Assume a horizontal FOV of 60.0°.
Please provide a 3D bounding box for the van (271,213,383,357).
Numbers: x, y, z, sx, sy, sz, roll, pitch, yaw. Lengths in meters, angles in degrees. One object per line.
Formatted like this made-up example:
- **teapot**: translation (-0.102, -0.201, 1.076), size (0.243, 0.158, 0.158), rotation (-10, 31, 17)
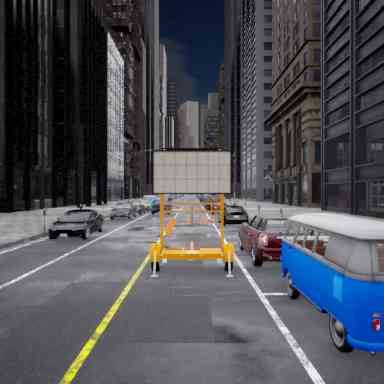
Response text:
- **van**: translation (2.765, 1.341, 5.871), size (1.690, 1.788, 3.998), rotation (0, 0, 0)

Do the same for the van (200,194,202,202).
- **van**: translation (2.780, 1.374, 61.962), size (1.690, 1.788, 3.998), rotation (0, 0, 0)

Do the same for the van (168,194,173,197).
- **van**: translation (-5.743, 1.383, 73.172), size (1.690, 1.788, 3.998), rotation (0, 0, 0)

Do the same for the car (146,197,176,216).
- **car**: translation (-2.991, 1.558, 33.607), size (2.033, 1.411, 5.357), rotation (0, 0, 0)

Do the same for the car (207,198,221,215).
- **car**: translation (2.772, 1.593, 33.916), size (1.802, 1.307, 4.206), rotation (0, 0, 0)

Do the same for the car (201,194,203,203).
- **car**: translation (2.775, 1.334, 45.134), size (2.192, 1.841, 5.009), rotation (0, 0, 0)

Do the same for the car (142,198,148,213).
- **car**: translation (-5.753, 1.593, 33.905), size (1.802, 1.307, 4.206), rotation (0, 0, 0)

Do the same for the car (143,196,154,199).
- **car**: translation (-5.752, 1.540, 39.345), size (1.752, 1.417, 4.829), rotation (0, 0, 0)

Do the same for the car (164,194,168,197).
- **car**: translation (-5.747, 1.343, 56.343), size (2.192, 1.841, 5.009), rotation (0, 0, 0)

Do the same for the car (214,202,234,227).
- **car**: translation (2.769, 1.570, 22.697), size (1.947, 1.339, 4.313), rotation (0, 0, 0)

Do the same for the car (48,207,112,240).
- **car**: translation (-5.757, 1.568, 17.077), size (1.947, 1.339, 4.313), rotation (0, 0, 0)

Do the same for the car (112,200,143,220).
- **car**: translation (-5.754, 1.558, 28.296), size (2.008, 1.369, 4.403), rotation (0, 0, 0)

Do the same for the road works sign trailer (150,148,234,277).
- **road works sign trailer**: translation (0.003, 0.465, 10.205), size (2.380, 3.560, 2.880), rotation (0, 0, 0)

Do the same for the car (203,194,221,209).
- **car**: translation (2.774, 1.330, 39.525), size (2.192, 1.841, 5.009), rotation (0, 0, 0)

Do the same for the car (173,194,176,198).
- **car**: translation (-5.741, 1.363, 78.781), size (2.192, 1.841, 5.009), rotation (0, 0, 0)

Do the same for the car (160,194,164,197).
- **car**: translation (-5.748, 1.463, 50.734), size (1.967, 1.590, 4.097), rotation (0, 0, 0)

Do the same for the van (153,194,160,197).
- **van**: translation (-5.750, 1.360, 45.124), size (1.690, 1.788, 3.998), rotation (0, 0, 0)

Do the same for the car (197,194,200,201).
- **car**: translation (2.783, 1.357, 73.180), size (2.192, 1.841, 5.009), rotation (0, 0, 0)

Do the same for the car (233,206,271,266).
- **car**: translation (2.767, 1.441, 11.480), size (1.967, 1.590, 4.097), rotation (0, 0, 0)
